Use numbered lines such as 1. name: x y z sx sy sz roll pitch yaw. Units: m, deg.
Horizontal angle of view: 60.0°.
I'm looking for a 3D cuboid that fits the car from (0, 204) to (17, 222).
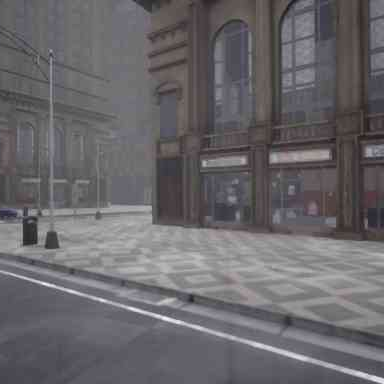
1. car: -16.800 1.683 27.109 1.812 1.442 4.674 -1 -1 36
